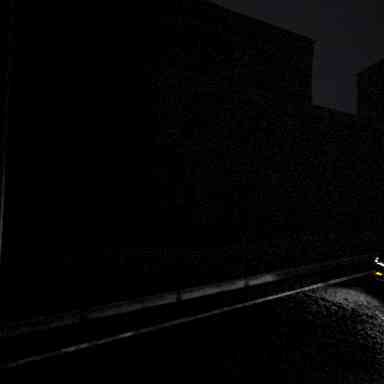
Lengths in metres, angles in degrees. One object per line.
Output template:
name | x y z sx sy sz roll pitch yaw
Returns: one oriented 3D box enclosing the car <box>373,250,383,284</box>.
car | 6.596 1.609 8.536 4.892 1.490 1.837 1 -1 -34
